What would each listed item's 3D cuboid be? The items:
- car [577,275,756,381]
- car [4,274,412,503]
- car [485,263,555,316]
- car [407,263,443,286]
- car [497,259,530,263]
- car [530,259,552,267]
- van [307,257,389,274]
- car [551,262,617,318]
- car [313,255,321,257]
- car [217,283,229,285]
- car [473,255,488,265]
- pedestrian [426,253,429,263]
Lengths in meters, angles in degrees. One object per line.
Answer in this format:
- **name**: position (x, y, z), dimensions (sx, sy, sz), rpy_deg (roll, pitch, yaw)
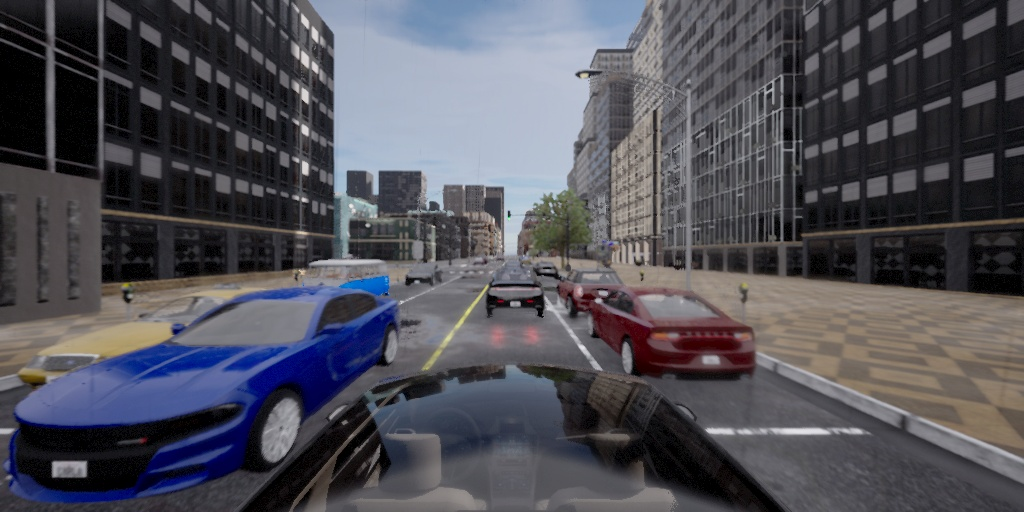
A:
- **car**: position (2.690, 1.257, 7.082), dimensions (1.888, 1.381, 4.507), rpy_deg (0, 0, 0)
- **car**: position (-3.100, 1.204, 5.007), dimensions (1.882, 1.535, 5.008), rpy_deg (0, 0, 0)
- **car**: position (0.099, 1.163, 12.844), dimensions (2.128, 1.511, 4.902), rpy_deg (0, 0, 0)
- **car**: position (-5.690, 1.161, 23.699), dimensions (1.948, 1.339, 4.313), rpy_deg (0, 0, 0)
- **car**: position (0.099, 1.132, 27.478), dimensions (1.994, 1.385, 4.181), rpy_deg (0, 0, 0)
- **car**: position (2.691, 1.121, 29.238), dimensions (1.948, 1.339, 4.313), rpy_deg (0, 0, 0)
- **van**: position (-5.690, 1.014, 12.621), dimensions (1.690, 1.789, 3.998), rpy_deg (0, 0, 0)
- **car**: position (2.690, 1.113, 12.621), dimensions (1.967, 1.591, 4.097), rpy_deg (0, 0, 0)
- **car**: position (-28.368, 0.534, 50.548), dimensions (4.097, 1.591, 1.967), rpy_deg (0, 0, -1)
- **car**: position (-5.691, 1.238, 6.911), dimensions (1.751, 1.417, 4.829), rpy_deg (0, 0, 0)
- **car**: position (-5.688, 0.909, 61.713), dimensions (1.802, 1.307, 4.207), rpy_deg (0, 0, 0)
- **pedestrian**: position (-12.748, 0.421, 53.710), dimensions (0.375, 1.860, 0.375), rpy_deg (0, -1, -1)
